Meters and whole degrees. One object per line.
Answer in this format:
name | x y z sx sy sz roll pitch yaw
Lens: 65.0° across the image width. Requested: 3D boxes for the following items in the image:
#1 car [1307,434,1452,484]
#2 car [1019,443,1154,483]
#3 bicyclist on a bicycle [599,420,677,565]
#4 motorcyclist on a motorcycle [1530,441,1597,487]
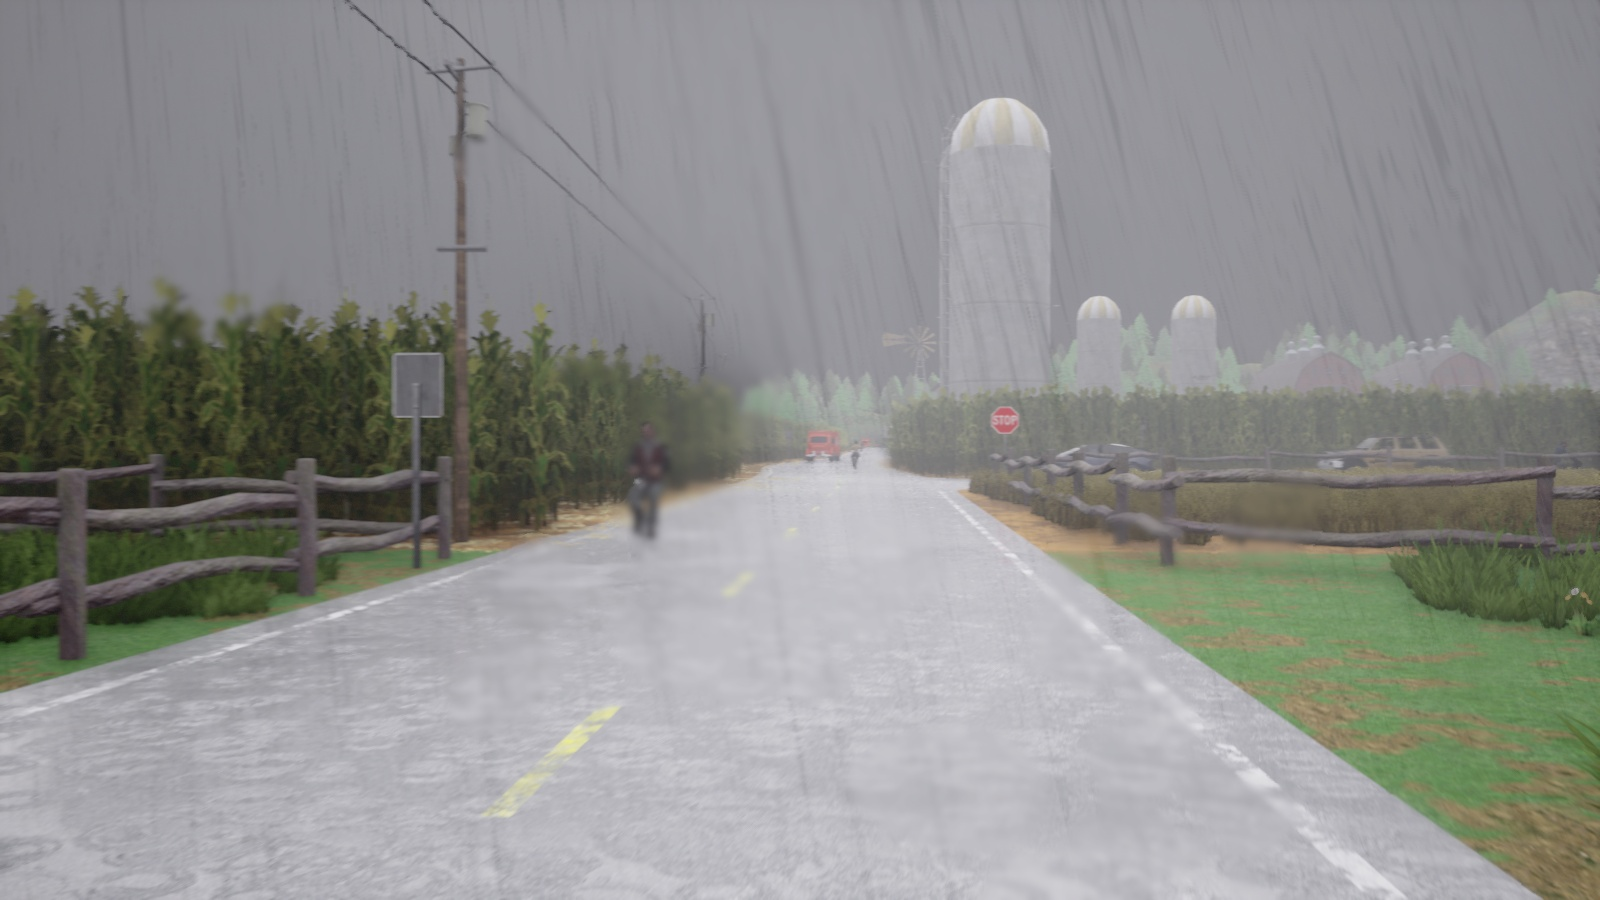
car | 21.838 0.328 47.481 4.605 1.855 1.932 0 0 4
car | 10.929 0.491 48.197 4.792 1.488 2.163 0 0 4
bicyclist on a bicycle | -2.087 0.521 16.368 0.659 1.776 1.843 0 0 4
motorcyclist on a motorcycle | 26.783 0.493 44.062 1.817 1.590 0.866 0 0 4
